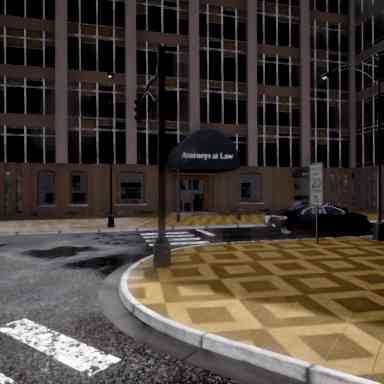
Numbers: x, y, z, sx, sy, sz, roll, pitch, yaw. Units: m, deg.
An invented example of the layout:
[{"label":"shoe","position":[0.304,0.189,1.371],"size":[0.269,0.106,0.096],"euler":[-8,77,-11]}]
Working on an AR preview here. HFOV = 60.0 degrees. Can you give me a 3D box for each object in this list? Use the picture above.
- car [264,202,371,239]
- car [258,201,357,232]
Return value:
[{"label":"car","position":[6.106,1.309,15.875],"size":[4.902,1.511,2.128],"euler":[0,0,-14]},{"label":"car","position":[6.504,1.313,18.909],"size":[4.902,1.511,2.128],"euler":[0,0,-14]}]
